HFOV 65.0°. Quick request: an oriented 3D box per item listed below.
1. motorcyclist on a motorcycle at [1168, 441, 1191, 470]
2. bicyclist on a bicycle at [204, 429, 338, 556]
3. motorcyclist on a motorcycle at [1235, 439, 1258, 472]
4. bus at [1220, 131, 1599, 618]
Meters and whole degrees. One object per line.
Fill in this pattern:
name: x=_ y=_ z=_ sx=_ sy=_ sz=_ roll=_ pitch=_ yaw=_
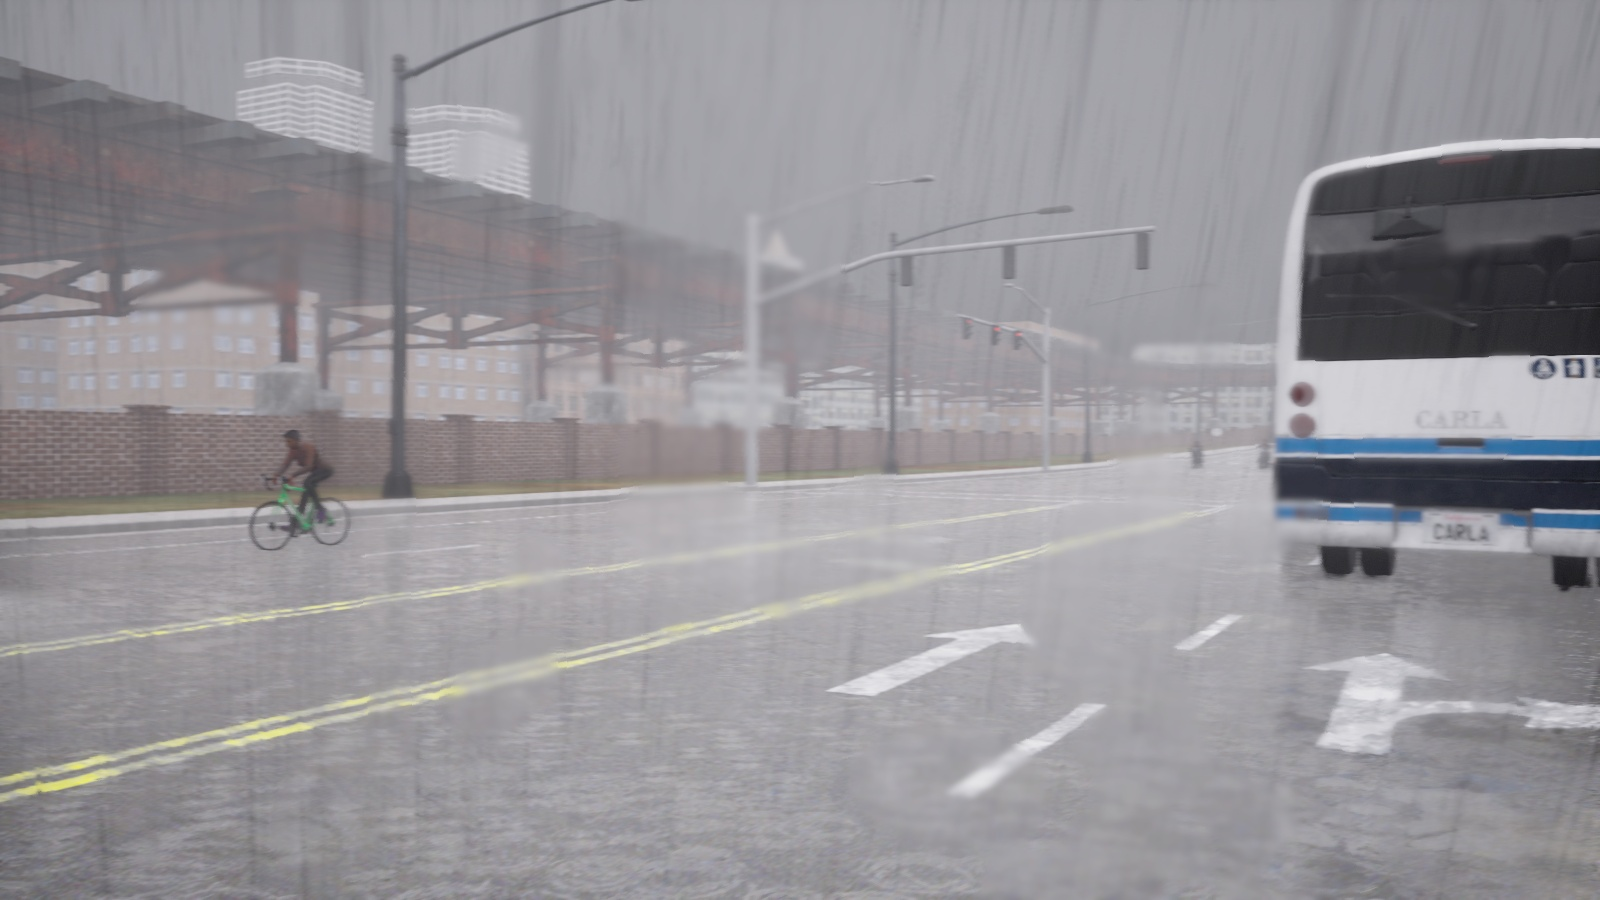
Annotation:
motorcyclist on a motorcycle: x=20.699 y=0.278 z=68.467 sx=0.797 sy=1.523 sz=2.044 roll=1 pitch=1 yaw=28
bicyclist on a bicycle: x=-7.067 y=0.535 z=16.855 sx=0.582 sy=1.620 sz=1.656 roll=1 pitch=1 yaw=28
motorcyclist on a motorcycle: x=23.750 y=0.277 z=66.752 sx=0.766 sy=1.649 sz=2.350 roll=1 pitch=1 yaw=28
bus: x=8.406 y=-0.684 z=16.034 sx=3.944 sy=4.253 sz=10.273 roll=1 pitch=0 yaw=29
